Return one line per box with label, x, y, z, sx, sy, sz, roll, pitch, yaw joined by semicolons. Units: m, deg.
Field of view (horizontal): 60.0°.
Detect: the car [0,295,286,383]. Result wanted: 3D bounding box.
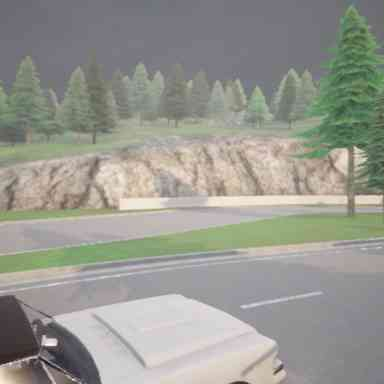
car;-1.463;1.588;2.590;4.718;1.301;1.895;0;0;-34
